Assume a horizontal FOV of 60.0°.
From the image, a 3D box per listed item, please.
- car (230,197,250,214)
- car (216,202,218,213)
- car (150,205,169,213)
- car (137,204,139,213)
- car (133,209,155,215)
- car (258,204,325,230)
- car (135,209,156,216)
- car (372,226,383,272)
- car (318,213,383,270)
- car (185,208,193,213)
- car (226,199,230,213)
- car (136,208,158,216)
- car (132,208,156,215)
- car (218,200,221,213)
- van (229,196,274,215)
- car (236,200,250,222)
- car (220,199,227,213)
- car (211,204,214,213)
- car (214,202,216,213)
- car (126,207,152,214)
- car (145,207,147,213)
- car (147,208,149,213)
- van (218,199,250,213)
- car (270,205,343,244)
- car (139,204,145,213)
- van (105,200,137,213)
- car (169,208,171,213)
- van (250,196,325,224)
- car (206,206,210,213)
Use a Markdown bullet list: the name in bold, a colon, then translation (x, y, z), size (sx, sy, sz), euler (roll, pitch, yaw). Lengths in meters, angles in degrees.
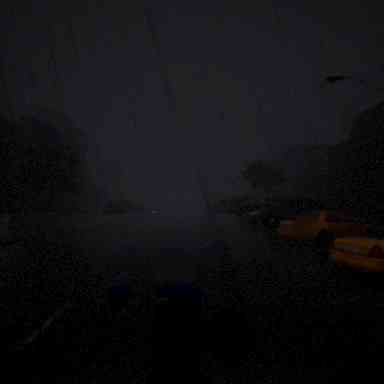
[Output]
- **car**: translation (6.366, 1.327, 27.156), size (5.566, 2.045, 2.435), euler (1, 0, -20)
- **car**: translation (6.284, 2.036, 44.720), size (4.892, 1.521, 2.231), euler (2, -3, -20)
- **car**: translation (-5.318, 2.791, 55.269), size (1.895, 1.301, 4.718), euler (0, -4, 0)
- **car**: translation (-11.682, 2.587, 55.582), size (4.553, 1.767, 2.185), euler (1, -4, -21)
- **car**: translation (-12.302, 5.150, 85.340), size (5.366, 1.575, 1.946), euler (1, -5, -21)
- **car**: translation (6.437, 1.575, 18.372), size (4.792, 1.488, 2.163), euler (1, 0, -20)
- **car**: translation (-12.366, 5.428, 88.318), size (5.366, 1.575, 1.946), euler (1, -6, -21)
- **car**: translation (6.382, 1.533, 6.622), size (4.792, 1.488, 2.163), euler (1, 0, -20)
- **car**: translation (6.588, 1.513, 9.627), size (5.366, 1.575, 1.946), euler (1, 0, -20)
- **car**: translation (-0.624, 4.611, 79.921), size (1.882, 1.535, 5.008), euler (0, -5, -1)
- **car**: translation (6.352, 1.651, 33.032), size (4.892, 1.521, 2.231), euler (1, -2, -20)
- **car**: translation (-12.283, 5.469, 91.374), size (5.566, 2.045, 2.435), euler (1, -6, -21)
- **car**: translation (-11.899, 4.883, 82.495), size (5.366, 1.575, 1.946), euler (1, -6, -21)
- **car**: translation (6.474, 1.911, 41.869), size (5.366, 1.575, 1.946), euler (2, -3, -20)
- **van**: translation (6.455, 1.494, 36.001), size (4.442, 1.987, 1.878), euler (1, -2, -20)
- **car**: translation (6.225, 1.560, 24.164), size (5.366, 1.575, 1.946), euler (1, 0, -20)
- **car**: translation (6.332, 1.804, 38.876), size (4.892, 1.521, 2.231), euler (2, -2, -20)
- **car**: translation (6.159, 2.779, 56.407), size (4.674, 1.452, 2.002), euler (2, -4, -21)
- **car**: translation (6.259, 2.181, 47.643), size (5.008, 1.535, 2.097), euler (2, -3, -21)
- **car**: translation (-11.737, 4.105, 73.557), size (5.366, 1.575, 1.946), euler (1, -5, -21)
- **car**: translation (-11.763, 3.420, 64.533), size (4.674, 1.452, 2.002), euler (1, -4, -21)
- **car**: translation (-11.784, 3.490, 67.537), size (4.553, 1.767, 2.185), euler (1, -5, -21)
- **van**: translation (6.334, 2.127, 50.624), size (4.442, 1.987, 1.878), euler (2, -4, -21)
- **car**: translation (6.588, 1.534, 15.488), size (5.366, 1.575, 1.946), euler (1, -1, -20)
- **car**: translation (-11.669, 2.680, 58.604), size (5.566, 2.045, 2.435), euler (1, -5, -21)
- **van**: translation (-11.506, 2.282, 52.656), size (4.442, 1.987, 1.878), euler (1, -4, -21)
- **car**: translation (-5.478, 3.986, 71.484), size (1.994, 1.385, 4.181), euler (0, -5, -1)
- **van**: translation (6.300, 1.328, 21.249), size (4.442, 1.987, 1.878), euler (1, 0, -20)
- **car**: translation (6.044, 3.392, 65.193), size (5.008, 1.535, 2.097), euler (2, -5, -21)
